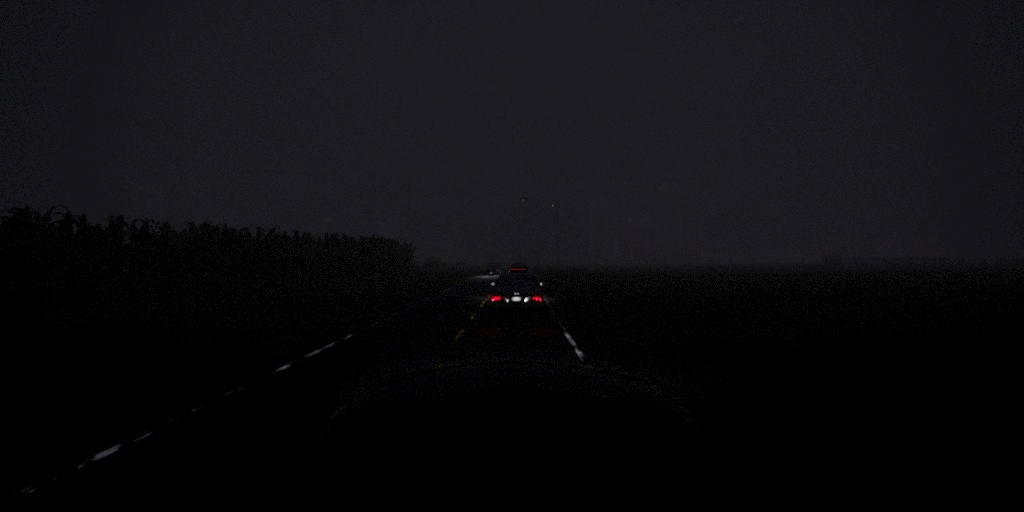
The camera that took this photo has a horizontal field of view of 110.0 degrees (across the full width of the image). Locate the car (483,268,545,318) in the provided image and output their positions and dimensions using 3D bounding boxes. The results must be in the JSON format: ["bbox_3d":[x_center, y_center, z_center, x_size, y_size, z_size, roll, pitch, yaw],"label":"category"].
[{"bbox_3d":[0.176,1.328,13.130,2.033,1.411,5.357,0,0,1],"label":"car"}]

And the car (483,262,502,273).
[{"bbox_3d":[-2.066,1.396,39.774,2.033,1.411,5.357,0,0,2],"label":"car"}]

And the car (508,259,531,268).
[{"bbox_3d":[0.660,1.337,33.566,1.837,1.490,4.892,0,0,2],"label":"car"}]
